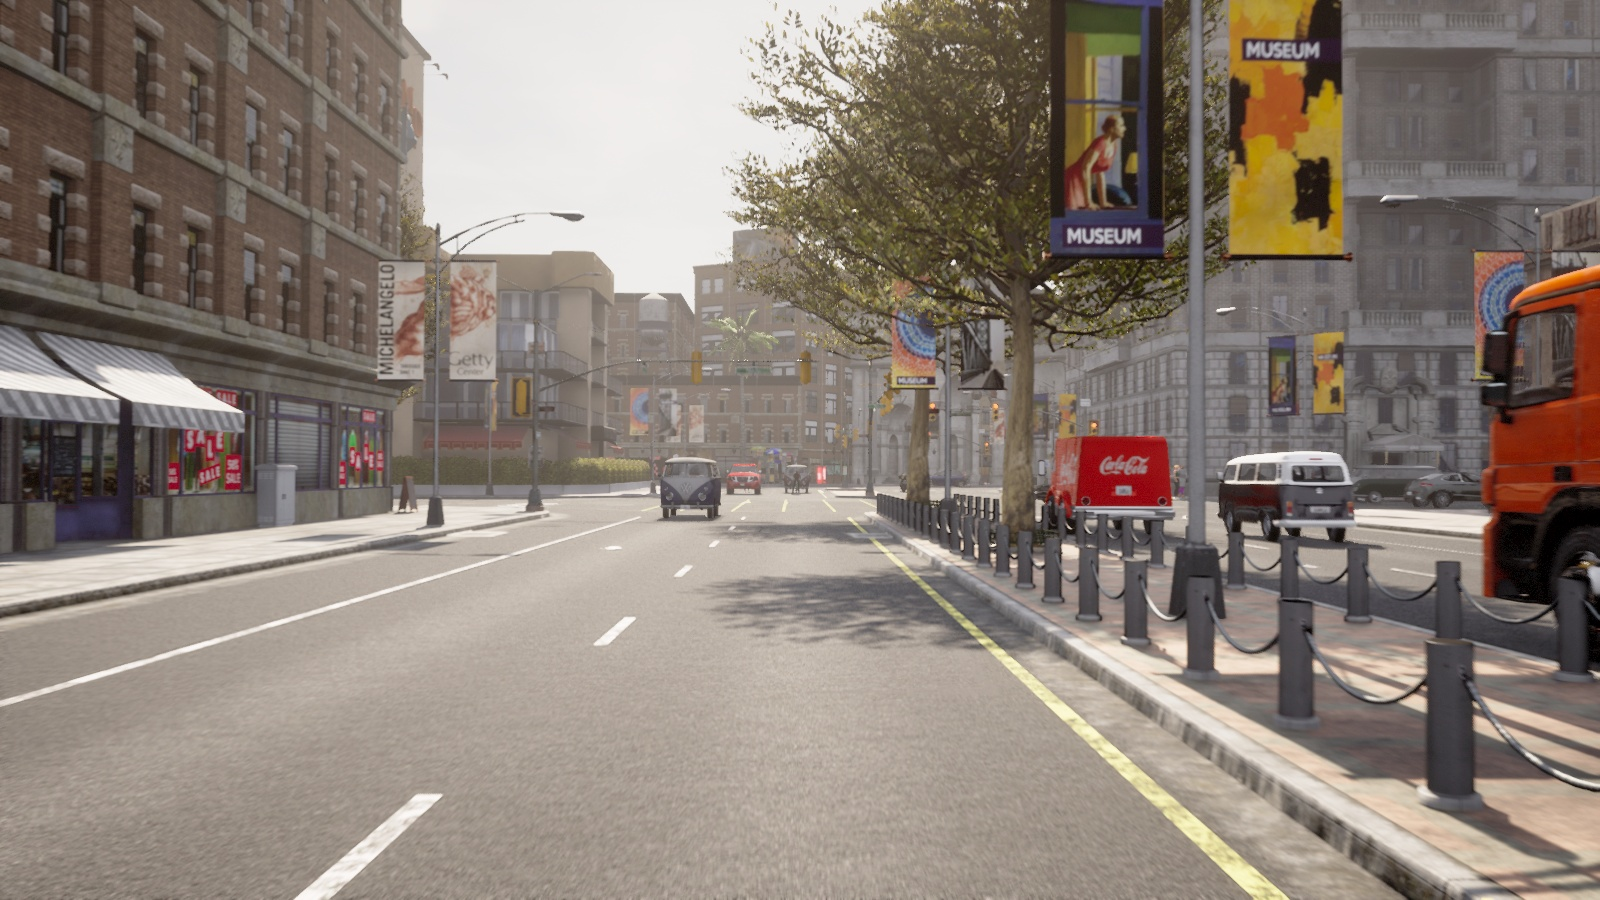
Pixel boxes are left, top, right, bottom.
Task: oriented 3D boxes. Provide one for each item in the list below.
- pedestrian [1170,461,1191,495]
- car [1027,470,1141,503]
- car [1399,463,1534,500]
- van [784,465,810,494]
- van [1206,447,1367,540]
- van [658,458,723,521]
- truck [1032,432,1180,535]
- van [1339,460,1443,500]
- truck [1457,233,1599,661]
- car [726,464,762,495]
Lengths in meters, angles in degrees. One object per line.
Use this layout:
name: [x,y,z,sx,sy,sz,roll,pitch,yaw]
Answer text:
pedestrian: [21.529,1.575,71.069,0.659,1.952,0.873,0,-1,-37]
car: [13.634,1.748,60.374,5.008,1.535,1.882,0,-1,-4]
car: [30.288,1.429,57.175,5.027,1.651,2.152,0,-1,-1]
van: [-0.219,2.065,89.420,1.775,1.987,4.442,0,-1,0]
van: [11.426,0.993,29.891,2.069,2.038,4.480,0,-1,0]
van: [-3.603,1.282,41.839,1.775,1.987,4.442,0,-1,0]
truck: [7.813,0.844,32.687,2.627,2.467,5.204,0,-1,1]
van: [30.161,1.521,64.175,4.442,1.987,1.775,0,-1,0]
truck: [7.945,-0.059,8.349,2.891,3.462,7.936,0,-1,-1]
car: [-3.706,1.957,84.118,2.150,2.045,5.566,0,-1,0]
